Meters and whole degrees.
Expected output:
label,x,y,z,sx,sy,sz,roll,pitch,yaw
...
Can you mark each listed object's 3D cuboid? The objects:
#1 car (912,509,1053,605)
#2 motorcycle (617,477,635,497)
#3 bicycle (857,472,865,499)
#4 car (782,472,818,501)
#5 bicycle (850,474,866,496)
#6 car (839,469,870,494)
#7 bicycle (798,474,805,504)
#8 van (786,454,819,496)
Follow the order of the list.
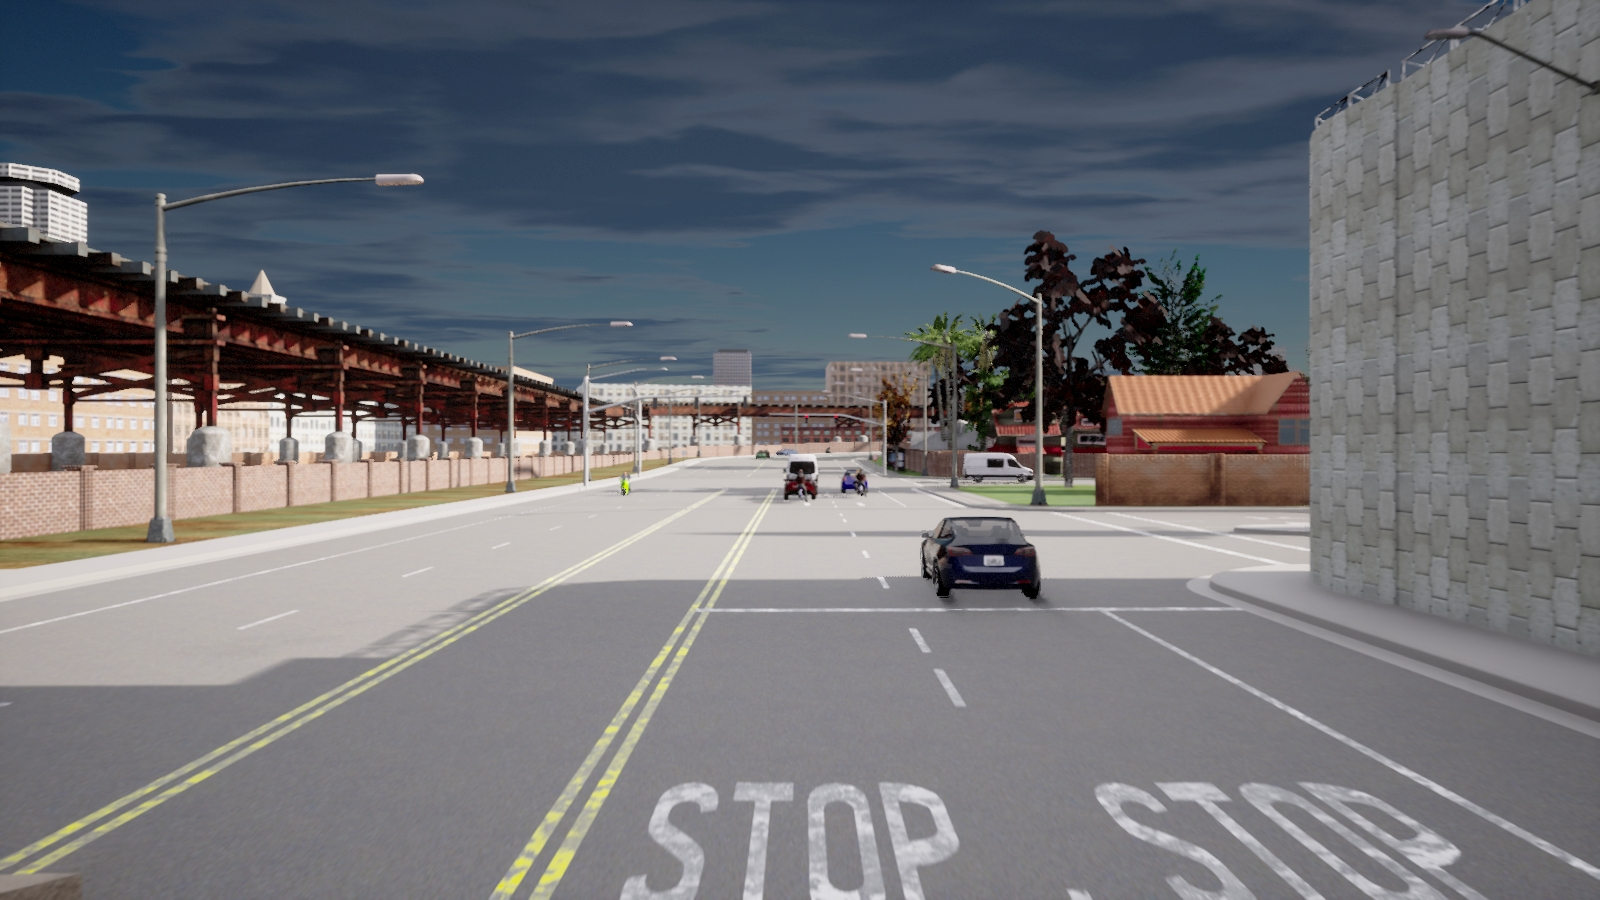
label,x,y,z,sx,sy,sz,roll,pitch,yaw
car,3.550,2.060,23.136,2.163,1.488,4.792,0,0,1
motorcycle,-10.459,2.205,68.682,0.803,1.145,2.033,0,0,0
bicycle,3.546,2.040,66.278,0.329,1.496,1.835,0,0,0
car,-0.001,2.032,65.202,2.007,1.525,4.514,0,0,0
bicycle,3.538,2.137,69.907,0.859,1.301,1.487,0,0,0
car,3.508,2.030,74.502,1.845,1.501,3.633,0,0,0
bicycle,0.084,2.039,59.996,0.329,1.496,1.835,-1,0,0
van,0.109,1.526,72.182,1.988,2.561,5.915,0,0,-1
